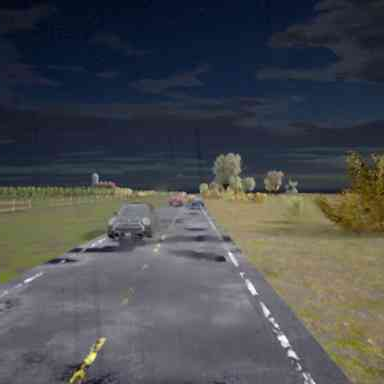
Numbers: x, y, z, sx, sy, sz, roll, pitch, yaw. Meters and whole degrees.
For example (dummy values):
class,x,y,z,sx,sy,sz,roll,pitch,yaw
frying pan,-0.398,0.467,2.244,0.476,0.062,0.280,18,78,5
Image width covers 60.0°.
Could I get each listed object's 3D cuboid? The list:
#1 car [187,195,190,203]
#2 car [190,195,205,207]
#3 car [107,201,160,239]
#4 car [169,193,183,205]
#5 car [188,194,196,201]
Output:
class,x,y,z,sx,sy,sz,roll,pitch,yaw
car,-0.009,1.419,68.842,1.882,1.535,5.008,0,0,0
car,0.955,1.534,50.879,1.812,1.442,4.674,0,0,0
car,-2.852,1.322,17.091,2.097,1.767,4.553,0,0,0
car,-2.793,1.237,58.570,2.150,2.045,5.566,0,0,1
car,-0.012,1.419,87.355,1.882,1.535,5.008,0,0,0
